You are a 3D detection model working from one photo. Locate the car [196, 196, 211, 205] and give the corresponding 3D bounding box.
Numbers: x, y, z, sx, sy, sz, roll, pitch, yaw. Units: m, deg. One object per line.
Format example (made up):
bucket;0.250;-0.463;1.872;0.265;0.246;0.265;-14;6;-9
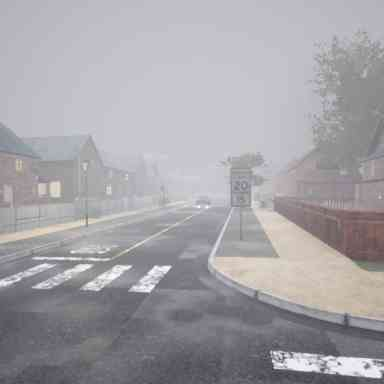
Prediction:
car;1.869;1.287;50.794;1.994;1.385;4.181;-1;0;8
